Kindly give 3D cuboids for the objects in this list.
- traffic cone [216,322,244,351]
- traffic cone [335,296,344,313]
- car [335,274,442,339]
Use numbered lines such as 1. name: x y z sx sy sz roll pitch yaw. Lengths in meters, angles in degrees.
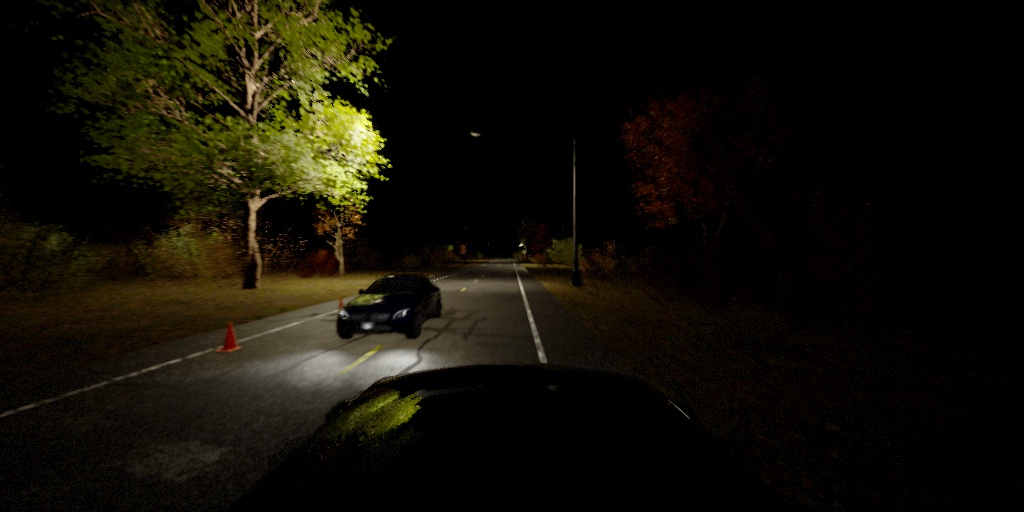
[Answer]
1. traffic cone: -6.050 1.708 7.696 0.340 0.580 0.340 0 0 0
2. traffic cone: -6.048 1.709 12.696 0.340 0.580 0.340 0 0 0
3. car: -3.199 1.278 10.258 1.812 1.442 4.674 0 0 0
